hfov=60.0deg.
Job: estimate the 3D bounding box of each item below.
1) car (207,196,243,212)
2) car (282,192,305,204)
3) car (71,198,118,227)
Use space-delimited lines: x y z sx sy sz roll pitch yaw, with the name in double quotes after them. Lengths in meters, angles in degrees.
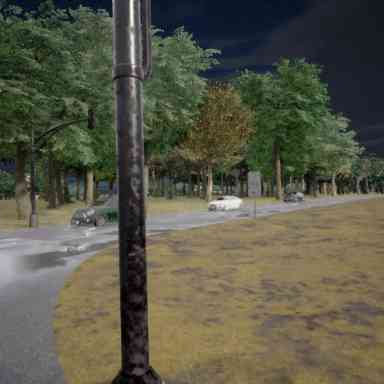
3.325 1.108 32.526 1.812 1.442 4.674 -3 -1 37 "car"
14.396 0.816 46.990 1.837 1.490 4.892 -3 -1 38 "car"
-5.346 1.163 21.056 2.097 1.767 4.553 -3 -1 36 "car"
